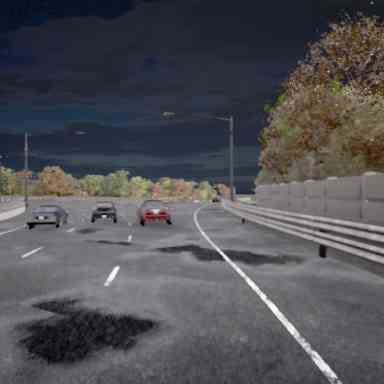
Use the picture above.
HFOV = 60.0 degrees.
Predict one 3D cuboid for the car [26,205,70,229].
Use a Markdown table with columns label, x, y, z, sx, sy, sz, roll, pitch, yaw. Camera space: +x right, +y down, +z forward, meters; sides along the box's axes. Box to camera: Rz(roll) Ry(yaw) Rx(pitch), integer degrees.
| label | x | y | z | sx | sy | sz | roll | pitch | yaw |
| --- | --- | --- | --- | --- | --- | --- | --- | --- | --- |
| car | -9.451 | 1.592 | 22.146 | 2.033 | 1.411 | 5.357 | 0 | 0 | -12 |

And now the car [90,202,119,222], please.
| label | x | y | z | sx | sy | sz | roll | pitch | yaw |
| --- | --- | --- | --- | --- | --- | --- | --- | --- | --- |
| car | -6.927 | 1.530 | 26.372 | 1.837 | 1.490 | 4.892 | 0 | 0 | -14 |

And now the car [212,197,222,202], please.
| label | x | y | z | sx | sy | sz | roll | pitch | yaw |
| --- | --- | --- | --- | --- | --- | --- | --- | --- | --- |
| car | 6.295 | 2.067 | 87.005 | 1.837 | 1.490 | 4.892 | 0 | -3 | 11 |

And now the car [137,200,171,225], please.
| label | x | y | z | sx | sy | sz | roll | pitch | yaw |
| --- | --- | --- | --- | --- | --- | --- | --- | --- | --- |
| car | -2.823 | 1.352 | 24.146 | 2.097 | 1.767 | 4.553 | 0 | 0 | -12 |
